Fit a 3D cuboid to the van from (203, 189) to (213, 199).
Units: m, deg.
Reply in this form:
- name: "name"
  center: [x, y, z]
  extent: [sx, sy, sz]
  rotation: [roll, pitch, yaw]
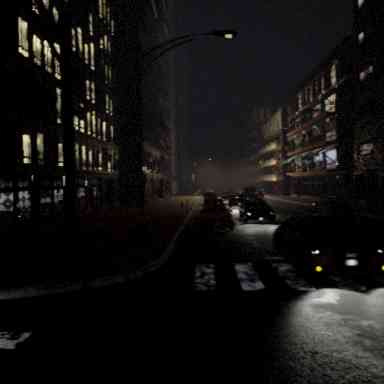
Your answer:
- name: "van"
  center: [3.082, 0.274, 63.571]
  extent: [1.690, 1.788, 3.998]
  rotation: [-2, 1, 2]

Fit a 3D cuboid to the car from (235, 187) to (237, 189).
- name: "car"
  center: [8.730, 0.404, 59.367]
  extent: [1.812, 1.442, 4.674]
  rotation: [-1, 1, 2]

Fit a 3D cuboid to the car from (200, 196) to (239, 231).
- name: "car"
  center: [1.311, 1.202, 18.208]
  extent: [1.752, 1.417, 4.829]
  rotation: [-2, 1, 2]

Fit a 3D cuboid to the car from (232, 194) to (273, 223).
- name: "car"
  center: [4.072, 1.111, 21.738]
  extent: [2.033, 1.411, 5.357]
  rotation: [-1, 1, 3]

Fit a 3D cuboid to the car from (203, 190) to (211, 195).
- name: "car"
  center: [3.975, 0.114, 86.172]
  extent: [2.008, 1.369, 4.403]
  rotation: [-2, 1, 2]

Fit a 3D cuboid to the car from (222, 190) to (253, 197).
- name: "car"
  center: [4.649, 0.839, 34.677]
  extent: [2.128, 1.511, 4.902]
  rotation: [-1, 1, 3]

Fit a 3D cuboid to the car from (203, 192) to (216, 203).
- name: "car"
  center: [2.426, 0.792, 46.625]
  extent: [1.802, 1.307, 4.206]
  rotation: [-2, 1, 2]

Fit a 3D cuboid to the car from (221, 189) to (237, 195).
- name: "car"
  center: [5.274, 0.615, 50.344]
  extent: [1.882, 1.535, 5.008]
  rotation: [-1, 1, 2]

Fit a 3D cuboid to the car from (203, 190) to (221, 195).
- name: "car"
  center: [2.204, 0.848, 40.975]
  extent: [1.887, 1.381, 4.507]
  rotation: [-2, 1, 2]

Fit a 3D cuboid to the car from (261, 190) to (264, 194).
- name: "car"
  center: [11.236, 0.293, 57.592]
  extent: [1.967, 1.590, 4.097]
  rotation: [-2, 1, 2]

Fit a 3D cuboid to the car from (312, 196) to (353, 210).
- name: "car"
  center: [9.911, 0.959, 23.697]
  extent: [2.008, 1.369, 4.403]
  rotation: [-2, 1, 2]

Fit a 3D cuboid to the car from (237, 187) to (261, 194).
- name: "car"
  center: [8.317, 0.269, 49.035]
  extent: [2.150, 2.045, 5.566]
  rotation: [-1, 1, 3]

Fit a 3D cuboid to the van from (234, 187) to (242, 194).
- name: "van"
  center: [12.560, -0.360, 91.489]
  extent: [1.690, 1.788, 3.998]
  rotation: [-2, 1, 2]

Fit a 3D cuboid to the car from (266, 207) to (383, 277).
- name: "car"
  center: [3.566, 1.332, 9.283]
  extent: [1.994, 1.385, 4.181]
  rotation: [-1, 1, 2]

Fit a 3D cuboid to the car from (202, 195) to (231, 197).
- name: "car"
  center: [1.540, 1.147, 24.027]
  extent: [1.947, 1.339, 4.313]
  rotation: [-2, 1, 2]
